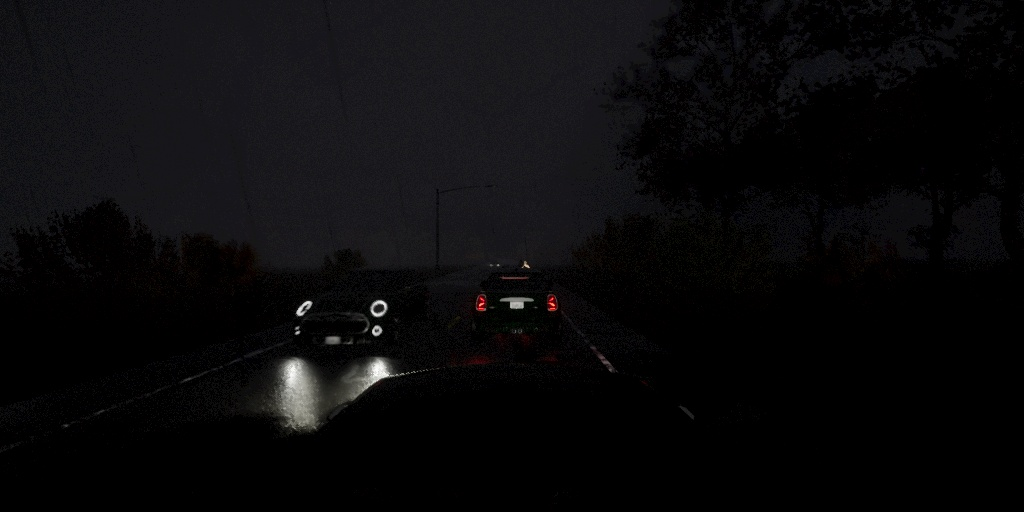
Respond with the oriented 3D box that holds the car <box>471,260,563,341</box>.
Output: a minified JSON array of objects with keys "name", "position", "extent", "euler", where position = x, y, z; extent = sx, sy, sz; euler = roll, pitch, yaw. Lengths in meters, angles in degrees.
[{"name":"car","position":[0.108,1.099,10.002],"extent":[2.097,1.767,4.553],"euler":[0,0,0]}]

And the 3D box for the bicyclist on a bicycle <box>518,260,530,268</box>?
[{"name":"bicyclist on a bicycle","position":[0.960,1.177,25.825],"extent":[0.866,1.612,1.509],"euler":[0,0,1]}]

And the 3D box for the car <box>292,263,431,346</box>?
[{"name":"car","position":[-3.592,1.099,9.435],"extent":[2.097,1.767,4.553],"euler":[0,0,0]}]
